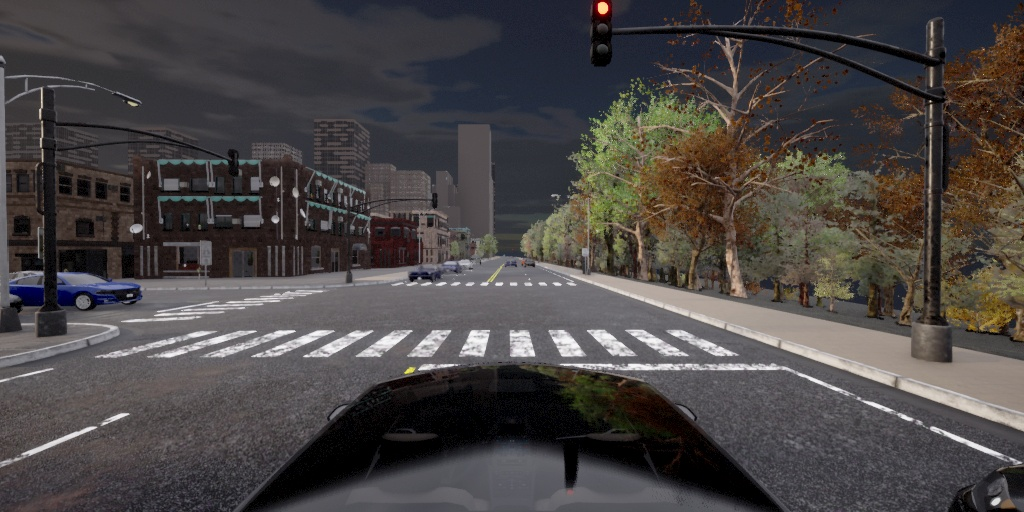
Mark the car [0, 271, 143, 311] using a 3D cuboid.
[{"bbox_3d":[-18.751,1.435,15.209,5.008,1.535,1.882,-1,1,-1],"label":"car"}]

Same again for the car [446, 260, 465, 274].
[{"bbox_3d":[-6.779,1.263,40.013,1.812,1.442,4.674,0,0,0],"label":"car"}]

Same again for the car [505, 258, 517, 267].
[{"bbox_3d":[-0.203,1.078,63.995,2.097,1.767,4.553,0,0,0],"label":"car"}]

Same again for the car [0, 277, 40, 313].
[{"bbox_3d":[-19.998,1.565,12.493,4.313,1.339,1.948,0,0,0],"label":"car"}]

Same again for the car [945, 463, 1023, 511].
[{"bbox_3d":[3.363,1.314,0.173,1.994,1.385,4.181,0,0,-1],"label":"car"}]

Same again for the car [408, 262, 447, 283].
[{"bbox_3d":[-6.743,1.343,28.359,1.895,1.301,4.718,0,0,0],"label":"car"}]

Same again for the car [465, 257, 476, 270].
[{"bbox_3d":[-6.825,1.257,52.260,1.812,1.442,4.674,0,0,0],"label":"car"}]

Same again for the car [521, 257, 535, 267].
[{"bbox_3d":[3.052,1.231,63.211,1.837,1.490,4.892,0,0,0],"label":"car"}]
